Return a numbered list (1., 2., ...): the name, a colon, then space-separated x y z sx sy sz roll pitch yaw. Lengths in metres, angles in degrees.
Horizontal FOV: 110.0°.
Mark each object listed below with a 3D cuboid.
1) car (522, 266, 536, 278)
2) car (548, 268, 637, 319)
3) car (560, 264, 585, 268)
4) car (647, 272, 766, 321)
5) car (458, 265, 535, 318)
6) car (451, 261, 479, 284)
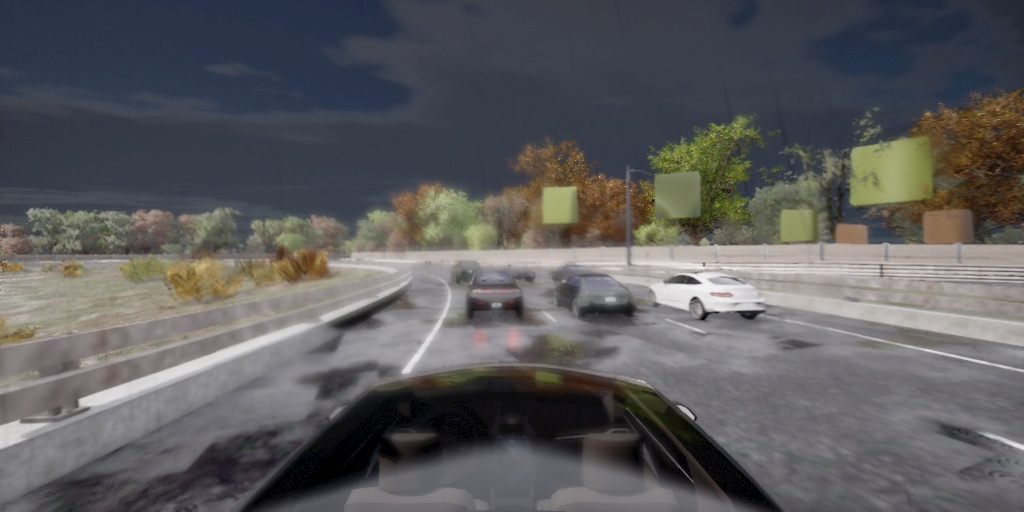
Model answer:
1. car: 0.237 1.377 27.365 1.895 1.301 4.718 0 0 -14
2. car: 2.816 1.309 12.955 1.994 1.385 4.181 0 0 -6
3. car: 4.254 1.300 25.785 2.033 1.411 5.357 0 0 -13
4. car: 6.404 1.253 12.347 1.812 1.442 4.674 0 -1 -5
5. car: -0.698 1.258 13.043 2.128 1.511 4.902 0 0 -6
6. car: -3.511 1.148 27.834 2.097 1.767 4.553 0 0 -15
